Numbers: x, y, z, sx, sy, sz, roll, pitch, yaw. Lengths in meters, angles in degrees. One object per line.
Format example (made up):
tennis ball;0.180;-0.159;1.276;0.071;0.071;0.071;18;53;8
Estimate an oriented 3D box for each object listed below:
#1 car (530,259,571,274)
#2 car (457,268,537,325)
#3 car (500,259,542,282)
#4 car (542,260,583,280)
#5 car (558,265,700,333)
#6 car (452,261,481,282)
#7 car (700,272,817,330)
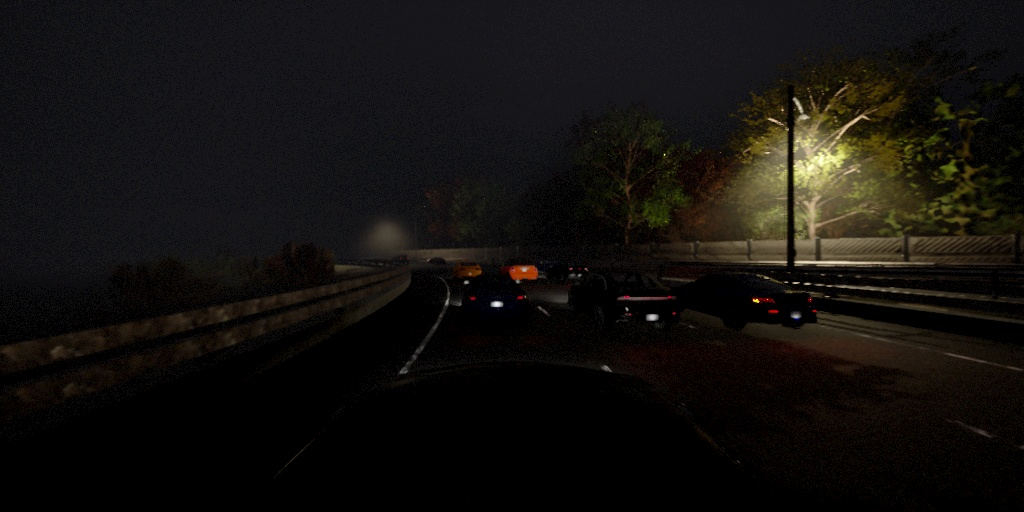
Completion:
car;3.967;1.085;37.242;1.994;1.385;4.181;-1;0;-35
car;-0.622;1.266;11.669;1.994;1.385;4.181;0;0;-6
car;0.366;0.972;26.484;2.097;1.767;4.553;0;0;-13
car;3.984;1.096;26.378;2.128;1.511;4.902;0;0;-13
car;3.014;1.184;10.616;2.128;1.511;4.902;0;0;-5
car;-3.604;1.109;28.038;1.882;1.535;5.008;0;0;-14
car;6.527;1.203;10.741;1.812;1.442;4.674;0;0;-4
